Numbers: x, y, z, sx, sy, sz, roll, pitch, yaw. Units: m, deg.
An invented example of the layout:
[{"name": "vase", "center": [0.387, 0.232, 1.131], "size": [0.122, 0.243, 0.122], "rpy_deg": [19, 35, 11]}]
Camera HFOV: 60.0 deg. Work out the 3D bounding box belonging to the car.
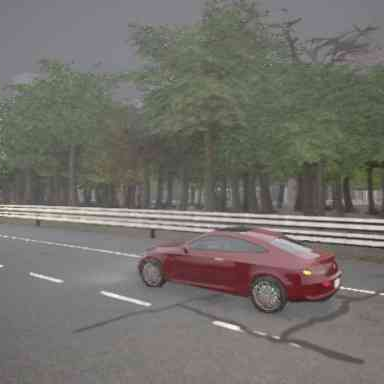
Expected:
[{"name": "car", "center": [0.839, 1.530, 7.572], "size": [4.674, 1.442, 1.812], "rpy_deg": [0, 0, 36]}]
